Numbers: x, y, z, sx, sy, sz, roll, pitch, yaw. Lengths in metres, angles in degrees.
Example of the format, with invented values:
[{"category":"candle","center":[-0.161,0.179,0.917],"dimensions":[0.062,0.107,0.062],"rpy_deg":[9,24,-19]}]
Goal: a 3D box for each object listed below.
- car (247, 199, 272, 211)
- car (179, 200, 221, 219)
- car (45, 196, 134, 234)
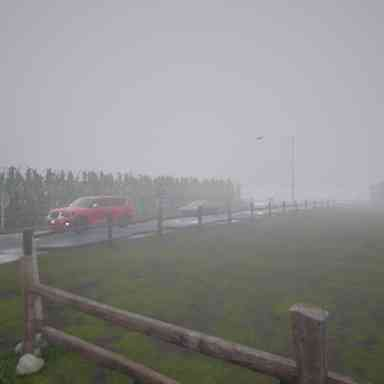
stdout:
[{"category":"car","center":[8.419,1.592,41.170],"dimensions":[1.812,1.442,4.674],"rpy_deg":[0,1,35]},{"category":"car","center":[0.764,1.530,30.078],"dimensions":[1.882,1.535,5.008],"rpy_deg":[0,0,34]},{"category":"car","center":[-5.974,1.259,20.261],"dimensions":[2.150,2.045,5.566],"rpy_deg":[0,0,34]}]
